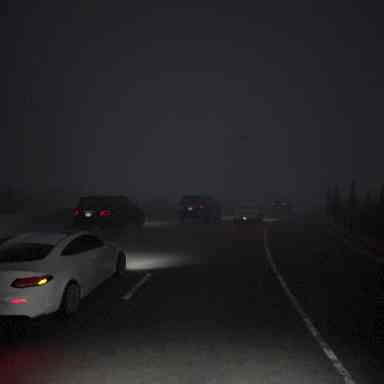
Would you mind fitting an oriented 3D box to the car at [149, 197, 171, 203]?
[{"bbox_3d":[-4.923,1.376,48.465,2.033,1.411,5.357,0,0,28],"label":"car"}]

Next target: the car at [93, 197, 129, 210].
[{"bbox_3d":[-10.775,1.486,44.604,1.882,1.535,5.008,0,0,25],"label":"car"}]

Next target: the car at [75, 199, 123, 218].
[{"bbox_3d":[-8.585,1.479,31.246,1.882,1.535,5.008,0,0,19],"label":"car"}]

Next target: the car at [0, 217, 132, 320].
[{"bbox_3d":[-2.893,1.523,7.240,1.812,1.442,4.674,0,0,5],"label":"car"}]

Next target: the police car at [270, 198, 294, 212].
[{"bbox_3d":[11.180,1.579,40.921,2.038,1.542,4.974,0,0,28],"label":"police car"}]

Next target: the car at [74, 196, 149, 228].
[{"bbox_3d":[-4.582,1.225,19.120,2.150,2.045,5.566,0,0,12],"label":"car"}]

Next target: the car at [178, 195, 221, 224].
[{"bbox_3d":[0.689,1.247,25.354,2.150,2.045,5.566,0,0,17],"label":"car"}]

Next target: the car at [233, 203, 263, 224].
[{"bbox_3d":[4.254,1.562,24.877,1.812,1.442,4.674,0,0,17],"label":"car"}]
